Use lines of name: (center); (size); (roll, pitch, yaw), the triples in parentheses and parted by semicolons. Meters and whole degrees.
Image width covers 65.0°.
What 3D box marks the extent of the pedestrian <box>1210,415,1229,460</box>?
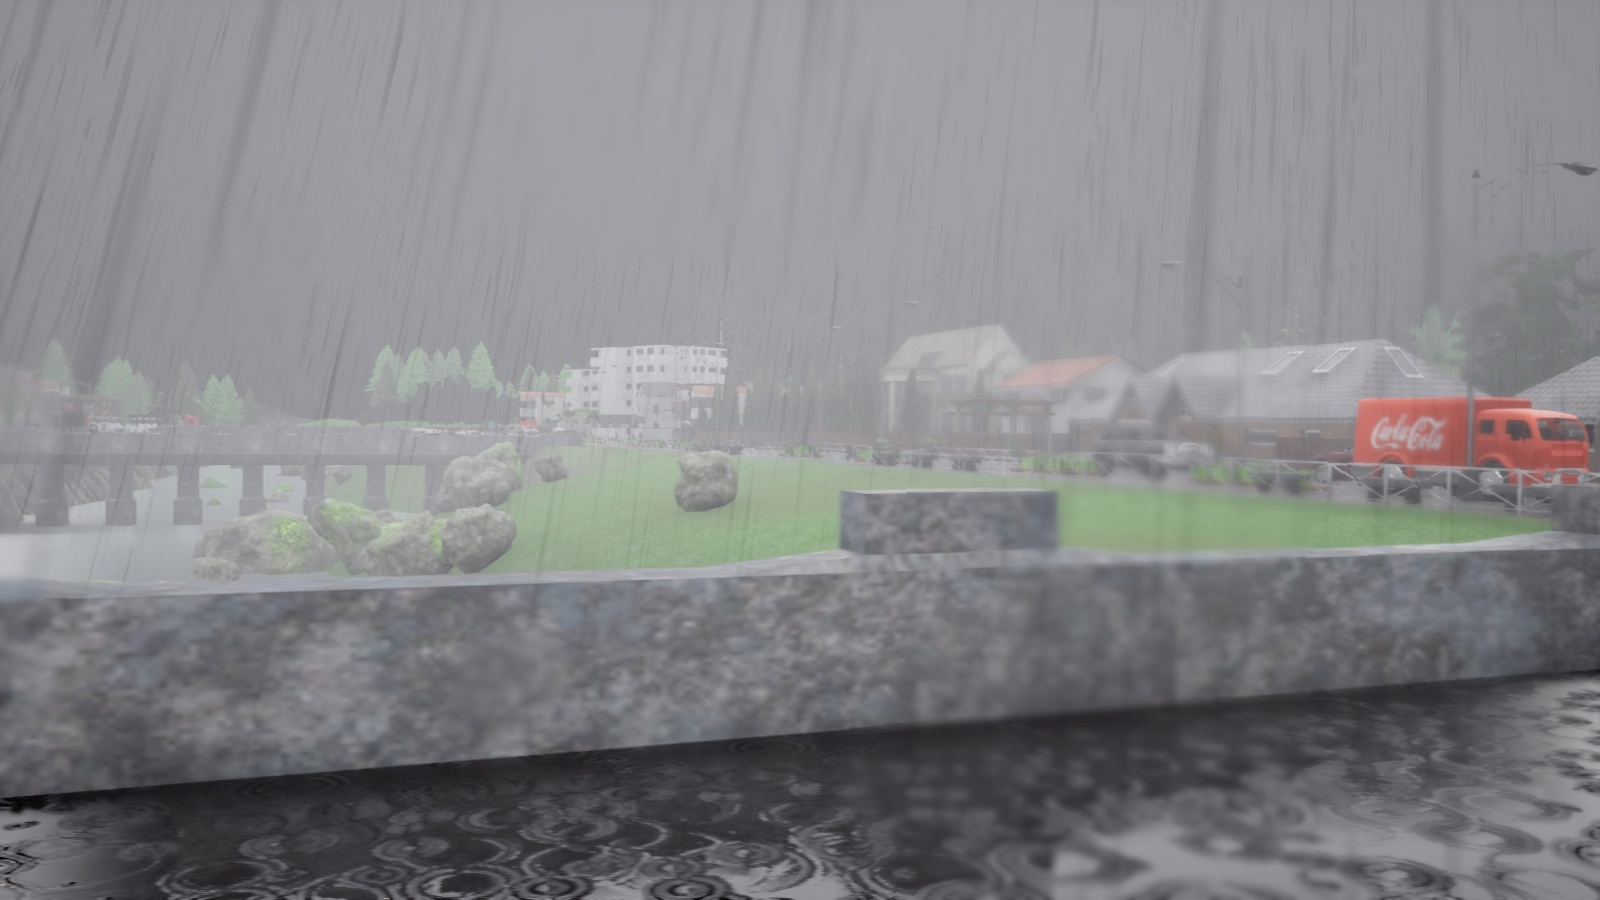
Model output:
pedestrian: (17.249, -0.518, 51.647); (0.370, 1.835, 0.726); (-1, 1, -19)

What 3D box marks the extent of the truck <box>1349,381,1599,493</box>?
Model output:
truck: (16.374, -0.371, 30.559); (2.627, 2.467, 5.204); (-1, 2, -21)

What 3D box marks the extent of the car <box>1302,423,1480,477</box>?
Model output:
car: (17.800, -0.037, 38.118); (1.882, 1.535, 5.008); (-1, 1, -21)

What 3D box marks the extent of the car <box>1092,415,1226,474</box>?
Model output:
car: (11.970, -0.201, 42.220); (1.932, 1.855, 4.605); (-1, 1, -21)
